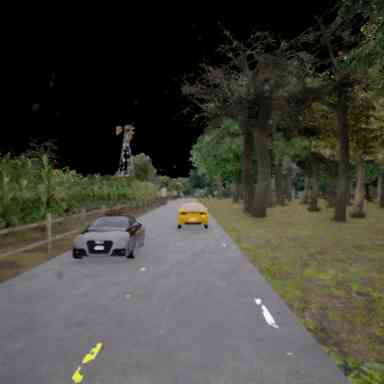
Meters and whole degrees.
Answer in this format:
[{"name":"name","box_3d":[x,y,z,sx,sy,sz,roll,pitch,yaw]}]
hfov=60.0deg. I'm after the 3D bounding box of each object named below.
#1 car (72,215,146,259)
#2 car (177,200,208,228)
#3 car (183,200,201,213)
[{"name":"car","box_3d":[-2.882,1.547,12.305,1.994,1.385,4.181,0,0,0]},{"name":"car","box_3d":[0.046,1.450,22.053,1.882,1.535,5.008,0,0,0]},{"name":"car","box_3d":[0.008,1.561,36.947,1.895,1.301,4.718,0,0,0]}]
